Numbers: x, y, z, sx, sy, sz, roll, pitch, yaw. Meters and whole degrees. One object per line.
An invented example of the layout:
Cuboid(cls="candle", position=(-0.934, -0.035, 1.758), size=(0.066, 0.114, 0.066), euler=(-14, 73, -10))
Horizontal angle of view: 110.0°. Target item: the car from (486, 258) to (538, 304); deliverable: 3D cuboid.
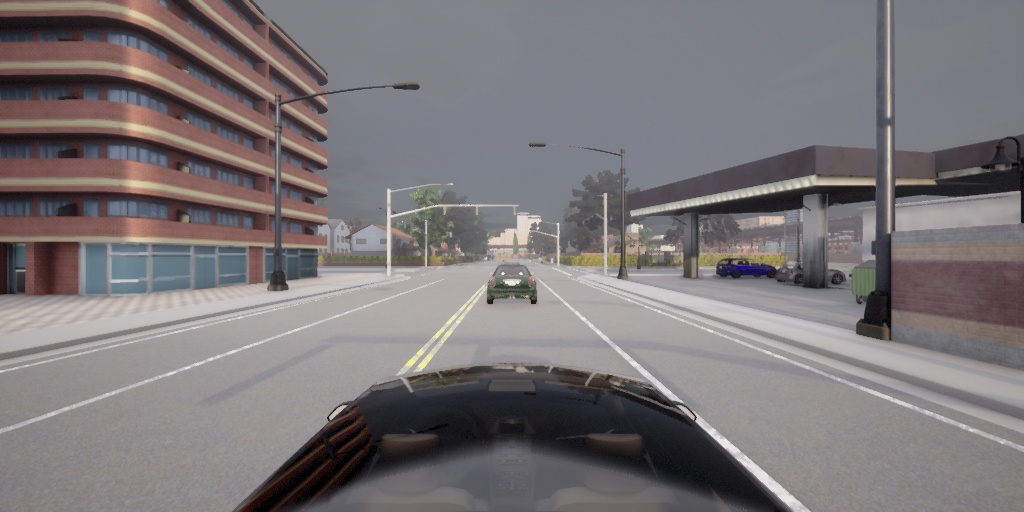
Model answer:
Cuboid(cls="car", position=(0.000, 1.115, 16.470), size=(2.097, 1.767, 4.553), euler=(0, 0, 0))
